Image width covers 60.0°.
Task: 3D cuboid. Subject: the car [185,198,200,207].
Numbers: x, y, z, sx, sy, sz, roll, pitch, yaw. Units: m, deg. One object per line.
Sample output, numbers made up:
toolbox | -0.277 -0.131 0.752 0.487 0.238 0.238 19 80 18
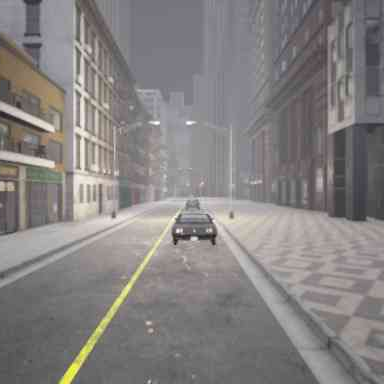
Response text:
car | 0.097 1.512 45.408 2.128 1.511 4.902 0 0 0

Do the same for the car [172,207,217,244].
car | 0.099 1.604 15.771 1.895 1.301 4.718 0 0 0
